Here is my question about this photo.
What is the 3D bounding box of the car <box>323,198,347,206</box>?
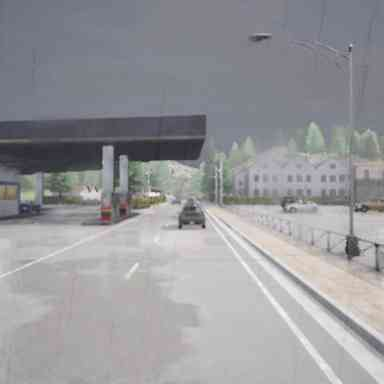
[{"bbox_3d":[27.925,1.913,64.517,5.008,1.535,1.882,0,-1,0],"label":"car"}]

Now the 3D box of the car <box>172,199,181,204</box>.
[{"bbox_3d":[-3.855,2.365,81.874,1.994,1.385,4.181,0,-1,0],"label":"car"}]

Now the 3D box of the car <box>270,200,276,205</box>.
[{"bbox_3d":[17.683,1.931,64.439,4.902,1.511,2.128,0,-1,0],"label":"car"}]

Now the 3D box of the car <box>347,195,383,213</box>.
[{"bbox_3d":[20.999,1.471,38.576,4.605,1.855,1.932,0,-1,-1],"label":"car"}]

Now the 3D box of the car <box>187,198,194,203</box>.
[{"bbox_3d":[-0.413,2.440,94.913,1.837,1.490,4.892,0,-1,0],"label":"car"}]

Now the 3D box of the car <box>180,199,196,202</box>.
[{"bbox_3d":[-0.045,1.814,33.883,1.882,1.535,5.008,0,-1,0],"label":"car"}]

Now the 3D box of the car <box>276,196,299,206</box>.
[{"bbox_3d":[13.097,1.485,41.781,3.866,1.878,1.905,0,-1,-1],"label":"car"}]

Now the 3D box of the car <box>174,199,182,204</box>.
[{"bbox_3d":[-3.899,2.506,91.868,1.895,1.301,4.718,0,-1,0],"label":"car"}]

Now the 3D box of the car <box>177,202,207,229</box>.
[{"bbox_3d":[0.000,1.741,23.721,1.837,1.490,4.892,0,-1,0],"label":"car"}]

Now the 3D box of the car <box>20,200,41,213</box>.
[{"bbox_3d":[-20.907,1.906,41.972,2.242,1.667,4.611,0,-1,-1],"label":"car"}]

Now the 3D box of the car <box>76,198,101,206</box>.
[{"bbox_3d":[-19.733,1.962,64.150,4.902,1.511,2.128,1,0,0],"label":"car"}]

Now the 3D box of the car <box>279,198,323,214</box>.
[{"bbox_3d":[12.520,1.737,38.448,3.806,1.475,1.970,0,-1,-1],"label":"car"}]
